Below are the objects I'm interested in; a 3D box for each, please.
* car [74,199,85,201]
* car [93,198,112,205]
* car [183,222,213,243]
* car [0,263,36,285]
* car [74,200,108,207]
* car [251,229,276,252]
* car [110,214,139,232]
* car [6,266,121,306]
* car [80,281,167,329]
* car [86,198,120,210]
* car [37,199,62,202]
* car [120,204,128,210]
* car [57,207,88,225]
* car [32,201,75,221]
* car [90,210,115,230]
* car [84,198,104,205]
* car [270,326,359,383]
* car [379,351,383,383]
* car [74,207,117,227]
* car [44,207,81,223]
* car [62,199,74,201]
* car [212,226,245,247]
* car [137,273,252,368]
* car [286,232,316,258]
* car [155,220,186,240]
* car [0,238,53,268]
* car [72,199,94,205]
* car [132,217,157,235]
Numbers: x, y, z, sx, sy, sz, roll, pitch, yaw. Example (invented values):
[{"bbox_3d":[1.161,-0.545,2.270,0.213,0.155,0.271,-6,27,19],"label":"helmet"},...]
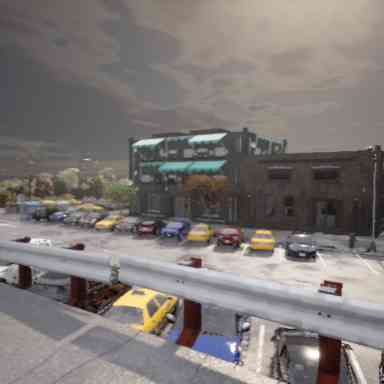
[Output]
[{"bbox_3d":[-30.017,2.558,82.636,5.366,1.575,1.946,1,0,14],"label":"car"},{"bbox_3d":[-24.397,2.492,90.711,4.553,1.767,2.185,1,1,14],"label":"car"},{"bbox_3d":[1.042,3.642,30.749,1.946,1.575,5.366,1,1,15],"label":"car"},{"bbox_3d":[-6.841,4.125,15.425,2.231,1.521,4.892,1,3,15],"label":"car"},{"bbox_3d":[-19.741,2.998,64.748,5.366,1.575,1.946,3,1,14],"label":"car"},{"bbox_3d":[5.921,3.814,27.406,1.946,1.575,5.366,1,1,15],"label":"car"},{"bbox_3d":[-6.321,3.392,35.587,2.231,1.521,4.892,2,2,15],"label":"car"},{"bbox_3d":[-4.350,3.959,13.730,2.435,2.045,5.566,1,3,15],"label":"car"},{"bbox_3d":[-1.828,4.288,12.185,1.946,1.575,5.366,1,3,14],"label":"car"},{"bbox_3d":[-18.201,2.774,67.298,5.566,2.045,2.435,3,1,14],"label":"car"},{"bbox_3d":[-33.602,2.526,76.951,4.892,1.521,2.231,1,0,14],"label":"car"},{"bbox_3d":[-16.560,3.089,69.808,4.674,1.452,2.002,2,1,14],"label":"car"},{"bbox_3d":[-13.635,3.135,40.600,2.231,1.521,4.892,2,2,14],"label":"car"},{"bbox_3d":[-18.514,2.710,43.960,2.435,2.045,5.566,1,1,14],"label":"car"},{"bbox_3d":[-8.795,3.307,37.073,1.946,1.575,5.366,2,2,14],"label":"car"},{"bbox_3d":[-26.104,2.475,88.254,4.553,1.767,2.185,1,0,14],"label":"car"},{"bbox_3d":[3.123,4.503,8.622,2.163,1.488,4.792,1,3,15],"label":"car"},{"bbox_3d":[5.617,4.435,6.906,2.185,1.767,4.553,1,3,14],"label":"car"},{"bbox_3d":[-11.184,3.094,38.951,2.185,1.767,4.553,2,2,14],"label":"car"},{"bbox_3d":[-16.077,3.088,42.268,2.002,1.452,4.674,1,1,14],"label":"car"},{"bbox_3d":[-31.711,2.546,79.770,4.892,1.521,2.231,1,0,14],"label":"car"},{"bbox_3d":[3.447,3.735,28.895,2.097,1.535,5.008,1,1,14],"label":"car"},{"bbox_3d":[0.616,4.137,10.257,2.435,2.045,5.566,1,3,14],"label":"car"},{"bbox_3d":[8.324,3.937,25.527,2.163,1.488,4.792,2,2,14],"label":"car"},{"bbox_3d":[-1.445,3.563,32.242,2.097,1.535,5.008,2,2,15],"label":"car"},{"bbox_3d":[-9.357,3.787,17.084,2.435,2.045,5.566,1,3,14],"label":"car"},{"bbox_3d":[-27.928,2.612,85.420,4.792,1.488,2.163,1,0,14],"label":"car"},{"bbox_3d":[-3.876,3.506,33.940,2.163,1.488,4.792,1,1,14],"label":"car"}]
